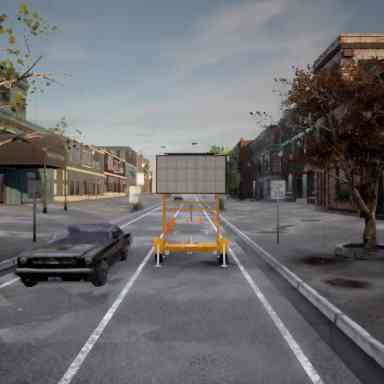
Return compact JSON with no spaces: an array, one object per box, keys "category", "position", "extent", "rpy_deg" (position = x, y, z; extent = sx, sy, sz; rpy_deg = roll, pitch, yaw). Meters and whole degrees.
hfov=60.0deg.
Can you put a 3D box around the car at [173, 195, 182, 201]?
[{"category":"car","position":[-3.196,1.367,75.438],"extent":[1.895,1.301,4.718],"rpy_deg":[0,1,0]}]

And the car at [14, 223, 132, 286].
[{"category":"car","position":[-3.023,1.602,9.507],"extent":[1.895,1.301,4.718],"rpy_deg":[0,0,0]}]

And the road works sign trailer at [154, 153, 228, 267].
[{"category":"road works sign trailer","position":[-0.028,0.466,11.411],"extent":[2.380,3.560,2.880],"rpy_deg":[0,0,0]}]
